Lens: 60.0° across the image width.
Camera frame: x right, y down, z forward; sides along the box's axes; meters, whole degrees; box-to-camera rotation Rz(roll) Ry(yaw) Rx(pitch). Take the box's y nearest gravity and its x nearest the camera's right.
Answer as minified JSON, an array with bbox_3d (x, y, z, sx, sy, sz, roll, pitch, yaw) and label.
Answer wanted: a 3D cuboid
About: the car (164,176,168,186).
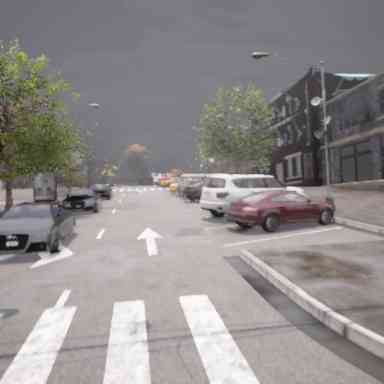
[{"bbox_3d":[-0.225,-0.739,36.992,4.674,1.452,2.002,-3,4,-29],"label":"car"}]

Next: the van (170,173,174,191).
[{"bbox_3d":[0.602,-0.658,30.950,4.442,1.987,1.878,-3,4,-29],"label":"van"}]

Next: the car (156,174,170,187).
[{"bbox_3d":[-2.010,-1.469,48.988,5.366,1.575,1.946,-3,4,-29],"label":"car"}]

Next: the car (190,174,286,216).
[{"bbox_3d":[3.061,0.164,16.116,5.566,2.045,2.435,-3,4,-29],"label":"car"}]

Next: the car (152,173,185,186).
[{"bbox_3d":[-4.256,-2.226,60.733,5.566,2.045,2.435,-1,-2,-29],"label":"car"}]

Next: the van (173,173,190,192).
[{"bbox_3d":[1.072,-0.487,27.963,4.442,1.987,1.878,-3,4,-29],"label":"van"}]

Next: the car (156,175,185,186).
[{"bbox_3d":[-3.692,-2.056,57.838,4.553,1.767,2.185,-2,1,-30],"label":"car"}]

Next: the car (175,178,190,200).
[{"bbox_3d":[1.634,-0.094,25.056,4.892,1.521,2.231,-3,4,-29],"label":"car"}]

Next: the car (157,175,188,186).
[{"bbox_3d":[-3.223,-1.923,54.853,4.553,1.767,2.185,-2,3,-30],"label":"car"}]

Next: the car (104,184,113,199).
[{"bbox_3d":[-8.302,-0.044,30.367,1.895,1.301,4.718,-2,4,-10],"label":"car"}]

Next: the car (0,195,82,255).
[{"bbox_3d":[-4.995,1.045,10.605,1.994,1.385,4.181,-2,4,-9],"label":"car"}]

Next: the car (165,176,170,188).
[{"bbox_3d":[0.400,-0.619,34.096,5.366,1.575,1.946,-3,4,-29],"label":"car"}]

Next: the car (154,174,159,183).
[{"bbox_3d":[-2.701,-1.878,51.845,5.566,2.045,2.435,-3,4,-30],"label":"car"}]

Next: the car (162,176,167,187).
[{"bbox_3d":[-0.712,-0.910,39.977,4.674,1.452,2.002,-3,4,-29],"label":"car"}]

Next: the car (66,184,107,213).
[{"bbox_3d":[-6.636,0.488,20.378,1.994,1.385,4.181,-2,4,-9],"label":"car"}]

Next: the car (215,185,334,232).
[{"bbox_3d":[3.517,0.627,13.139,4.674,1.452,2.002,-3,4,-29],"label":"car"}]
